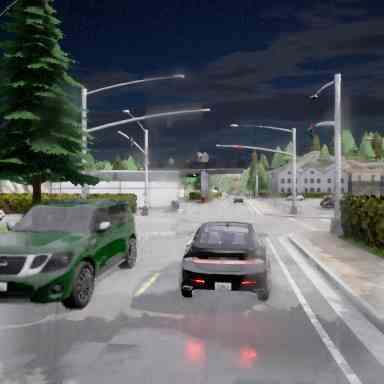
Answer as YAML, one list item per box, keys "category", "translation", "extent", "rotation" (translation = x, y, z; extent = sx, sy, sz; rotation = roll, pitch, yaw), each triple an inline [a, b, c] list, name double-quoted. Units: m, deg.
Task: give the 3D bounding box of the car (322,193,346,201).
- category: "car"
  translation: [31.809, 1.097, 74.528]
  extent: [4.605, 1.855, 1.932]
  rotation: [0, 0, 8]

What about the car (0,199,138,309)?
- category: "car"
  translation: [-2.950, 1.221, 8.290]
  extent: [2.150, 2.045, 5.566]
  rotation: [0, 0, 6]

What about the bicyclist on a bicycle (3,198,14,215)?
- category: "bicyclist on a bicycle"
  translation: [-17.942, 1.453, 32.551]
  extent: [0.582, 1.620, 1.656]
  rotation: [0, 0, 7]

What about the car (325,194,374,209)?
- category: "car"
  translation: [18.312, 1.339, 38.623]
  extent: [4.514, 1.523, 2.007]
  rotation: [0, 0, 8]

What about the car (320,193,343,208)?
- category: "car"
  translation: [18.696, 1.330, 41.736]
  extent: [5.027, 1.636, 2.152]
  rotation: [0, 0, 8]

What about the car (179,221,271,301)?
- category: "car"
  translation: [0.890, 1.492, 8.417]
  extent: [2.128, 1.511, 4.902]
  rotation: [0, 0, 8]

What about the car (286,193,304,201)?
- category: "car"
  translation: [24.474, 1.077, 78.876]
  extent: [3.866, 1.878, 1.905]
  rotation: [0, 0, 8]

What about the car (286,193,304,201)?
- category: "car"
  translation: [23.406, 1.361, 75.668]
  extent: [3.806, 1.475, 1.970]
  rotation: [0, 0, 8]

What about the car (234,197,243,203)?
- category: "car"
  translation: [9.478, 1.601, 67.403]
  extent: [1.895, 1.301, 4.718]
  rotation: [0, 0, 8]

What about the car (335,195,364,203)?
- category: "car"
  translation: [29.373, 1.298, 62.291]
  extent: [4.514, 1.523, 2.007]
  rotation: [0, 0, 8]
